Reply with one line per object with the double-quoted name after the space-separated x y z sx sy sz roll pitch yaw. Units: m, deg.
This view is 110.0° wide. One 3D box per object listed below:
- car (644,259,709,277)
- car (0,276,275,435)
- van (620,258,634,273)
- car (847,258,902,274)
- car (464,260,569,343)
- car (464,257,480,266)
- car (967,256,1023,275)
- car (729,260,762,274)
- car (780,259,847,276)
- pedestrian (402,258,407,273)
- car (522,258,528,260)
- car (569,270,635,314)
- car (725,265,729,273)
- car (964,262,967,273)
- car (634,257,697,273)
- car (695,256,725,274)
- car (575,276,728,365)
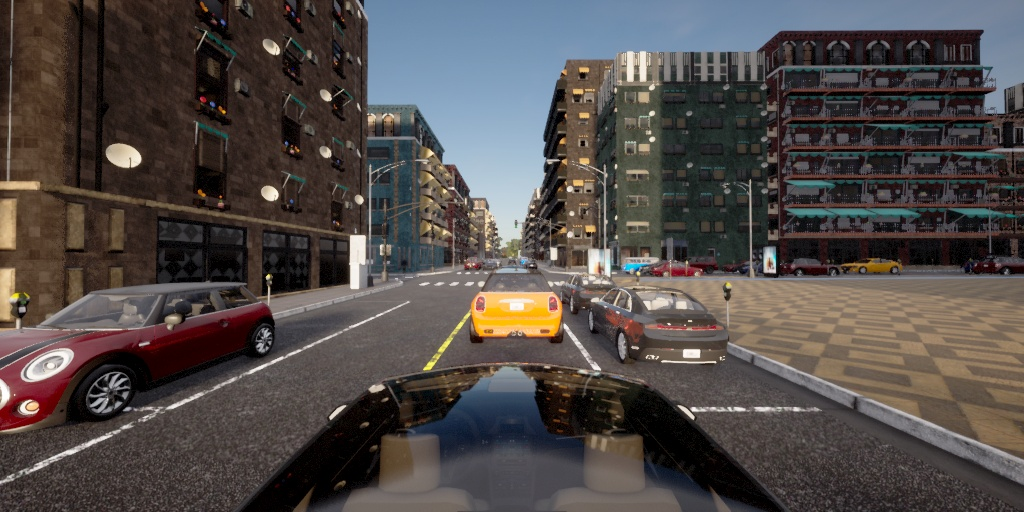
13.728 1.162 30.017 4.207 1.307 1.802 0 0 0 "car"
-5.816 1.191 5.598 1.967 1.591 4.097 0 0 0 "car"
13.796 1.045 38.397 3.998 1.789 1.690 0 0 0 "van"
35.624 0.977 35.636 5.008 1.535 1.882 0 -1 1 "car"
0.103 1.104 9.809 2.097 1.767 4.553 0 0 0 "car"
-5.655 1.083 51.636 2.192 1.841 5.009 0 0 0 "car"
41.364 0.811 29.799 4.097 1.591 1.967 0 0 0 "car"
25.175 1.126 35.728 5.357 1.411 2.033 0 -1 0 "car"
24.783 0.935 29.930 4.097 1.591 1.967 0 0 0 "car"
-12.501 1.097 41.566 0.375 1.860 0.375 0 0 0 "pedestrian"
2.726 1.334 51.591 1.948 1.339 4.313 0 0 0 "car"
2.829 1.304 13.398 2.007 1.370 4.403 0 0 0 "car"
24.851 1.165 38.310 4.507 1.381 1.888 0 0 0 "car"
44.119 0.744 32.383 4.553 1.767 2.097 -1 -1 0 "car"
15.225 1.147 35.807 4.902 1.511 2.128 0 -1 1 "car"
19.323 0.977 38.354 5.009 1.841 2.192 0 0 0 "car"
2.825 1.302 7.828 2.007 1.370 4.403 0 0 0 "car"
